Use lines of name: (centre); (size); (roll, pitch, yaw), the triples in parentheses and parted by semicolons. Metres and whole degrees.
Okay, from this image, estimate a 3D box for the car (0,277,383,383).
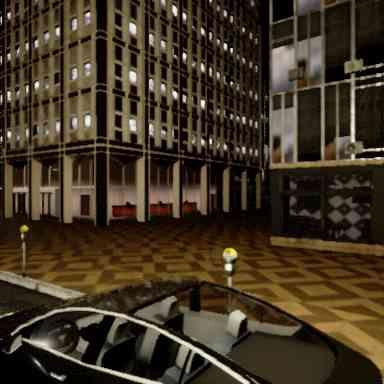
car: (-0.544, 1.565, 3.263); (4.313, 1.339, 1.947); (0, 0, 35)
